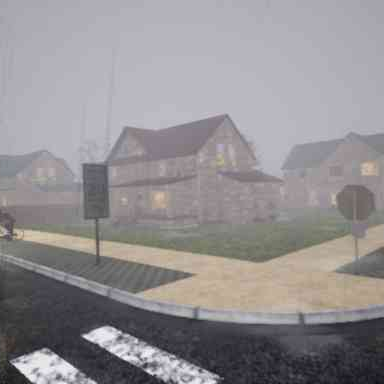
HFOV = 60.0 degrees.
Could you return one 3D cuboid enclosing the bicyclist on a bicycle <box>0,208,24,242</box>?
[{"bbox_3d":[-8.567,1.555,15.210,0.582,1.620,1.656,-2,0,43],"label":"bicyclist on a bicycle"}]
